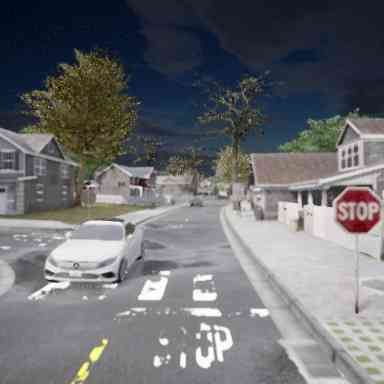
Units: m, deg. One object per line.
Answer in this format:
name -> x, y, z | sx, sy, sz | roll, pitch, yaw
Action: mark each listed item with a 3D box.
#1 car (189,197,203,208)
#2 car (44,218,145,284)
car -> 0.745, 1.639, 53.318 | 1.837, 1.490, 4.892 | 0, 0, 7
car -> -2.566, 1.541, 9.846 | 1.812, 1.442, 4.674 | 2, 1, 1
